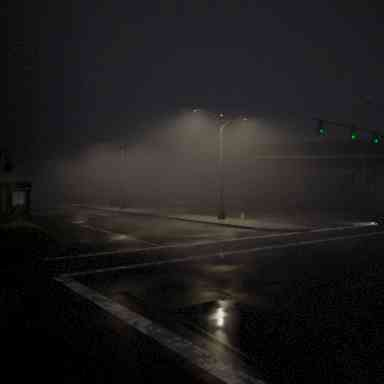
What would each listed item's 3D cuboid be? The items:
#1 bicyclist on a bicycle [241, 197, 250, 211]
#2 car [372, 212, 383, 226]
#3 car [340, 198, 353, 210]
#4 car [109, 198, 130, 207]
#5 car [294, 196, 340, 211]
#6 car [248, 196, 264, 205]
[{"bbox_3d":[6.318,1.430,39.756,1.656,1.620,0.582,-6,-7,-37],"label":"bicyclist on a bicycle"},{"bbox_3d":[13.932,1.564,21.334,1.994,1.385,4.181,0,0,-35],"label":"car"},{"bbox_3d":[18.160,1.456,42.040,1.970,1.475,3.806,0,0,-35],"label":"car"},{"bbox_3d":[-11.092,1.564,50.726,1.994,1.385,4.181,0,0,-35],"label":"car"},{"bbox_3d":[13.896,1.295,38.116,2.242,1.667,4.611,0,0,-35],"label":"car"},{"bbox_3d":[11.850,1.478,60.724,1.882,1.535,5.008,0,0,29],"label":"car"}]
